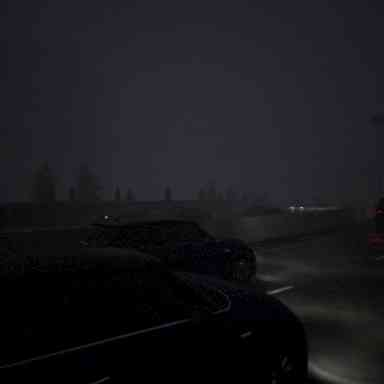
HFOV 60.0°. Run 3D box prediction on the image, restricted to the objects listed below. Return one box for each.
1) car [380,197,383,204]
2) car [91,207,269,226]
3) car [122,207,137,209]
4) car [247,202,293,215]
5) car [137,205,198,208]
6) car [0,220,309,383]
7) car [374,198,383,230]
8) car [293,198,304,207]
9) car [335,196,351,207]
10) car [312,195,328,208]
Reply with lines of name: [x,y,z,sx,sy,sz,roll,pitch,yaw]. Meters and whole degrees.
car: [45.357,1.966,76.190,1.801,1.575,5.366,0,0,6]
car: [-0.534,1.393,8.006,4.553,1.767,2.097,0,0,-38]
car: [-4.401,1.711,23.279,4.718,1.301,1.895,0,0,-43]
car: [4.498,1.619,22.287,2.128,1.511,4.902,0,0,43]
car: [-0.801,1.604,21.919,4.902,1.511,2.128,0,0,-45]
car: [-0.846,1.368,3.363,4.553,1.767,2.097,0,0,-37]
car: [13.464,1.367,21.466,2.150,2.045,5.566,0,0,41]
car: [18.539,1.853,57.974,1.837,1.490,4.892,0,0,20]
car: [25.827,1.843,57.538,1.882,1.535,5.008,0,0,19]
car: [21.458,1.566,55.694,2.150,2.045,5.566,0,0,21]
